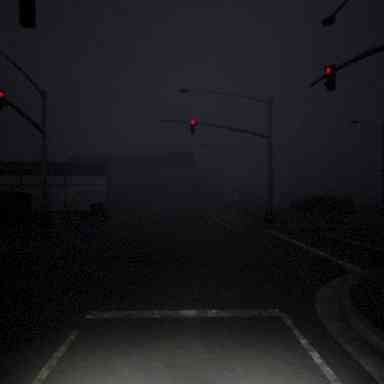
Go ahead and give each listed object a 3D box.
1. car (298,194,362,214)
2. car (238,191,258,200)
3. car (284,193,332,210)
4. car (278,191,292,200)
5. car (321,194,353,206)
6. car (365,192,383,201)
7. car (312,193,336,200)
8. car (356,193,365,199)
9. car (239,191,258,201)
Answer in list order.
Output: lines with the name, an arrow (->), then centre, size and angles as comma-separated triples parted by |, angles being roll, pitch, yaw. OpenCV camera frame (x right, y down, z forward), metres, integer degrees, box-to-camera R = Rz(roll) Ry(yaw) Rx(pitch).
car -> 12.467, 1.187, 30.164 | 4.514, 1.523, 2.007 | 0, 0, -2
car -> 11.986, 0.710, 70.881 | 3.866, 1.878, 1.905 | 0, 0, -2
car -> 12.339, 1.162, 33.299 | 5.027, 1.636, 2.152 | 0, 0, -2
car -> 19.931, 0.751, 67.787 | 4.605, 1.855, 1.932 | 0, 0, -2
car -> 19.723, 1.092, 45.327 | 3.633, 1.501, 1.845 | 0, 0, -2
car -> 37.386, 0.832, 65.071 | 5.027, 1.636, 2.152 | 0, 0, -2
car -> 29.771, 0.920, 74.970 | 4.514, 1.523, 2.007 | 0, 0, -2
car -> 36.907, 0.876, 71.479 | 3.806, 1.475, 1.970 | 0, 0, -2
car -> 11.456, 1.012, 67.544 | 3.806, 1.475, 1.970 | 0, 0, -2
